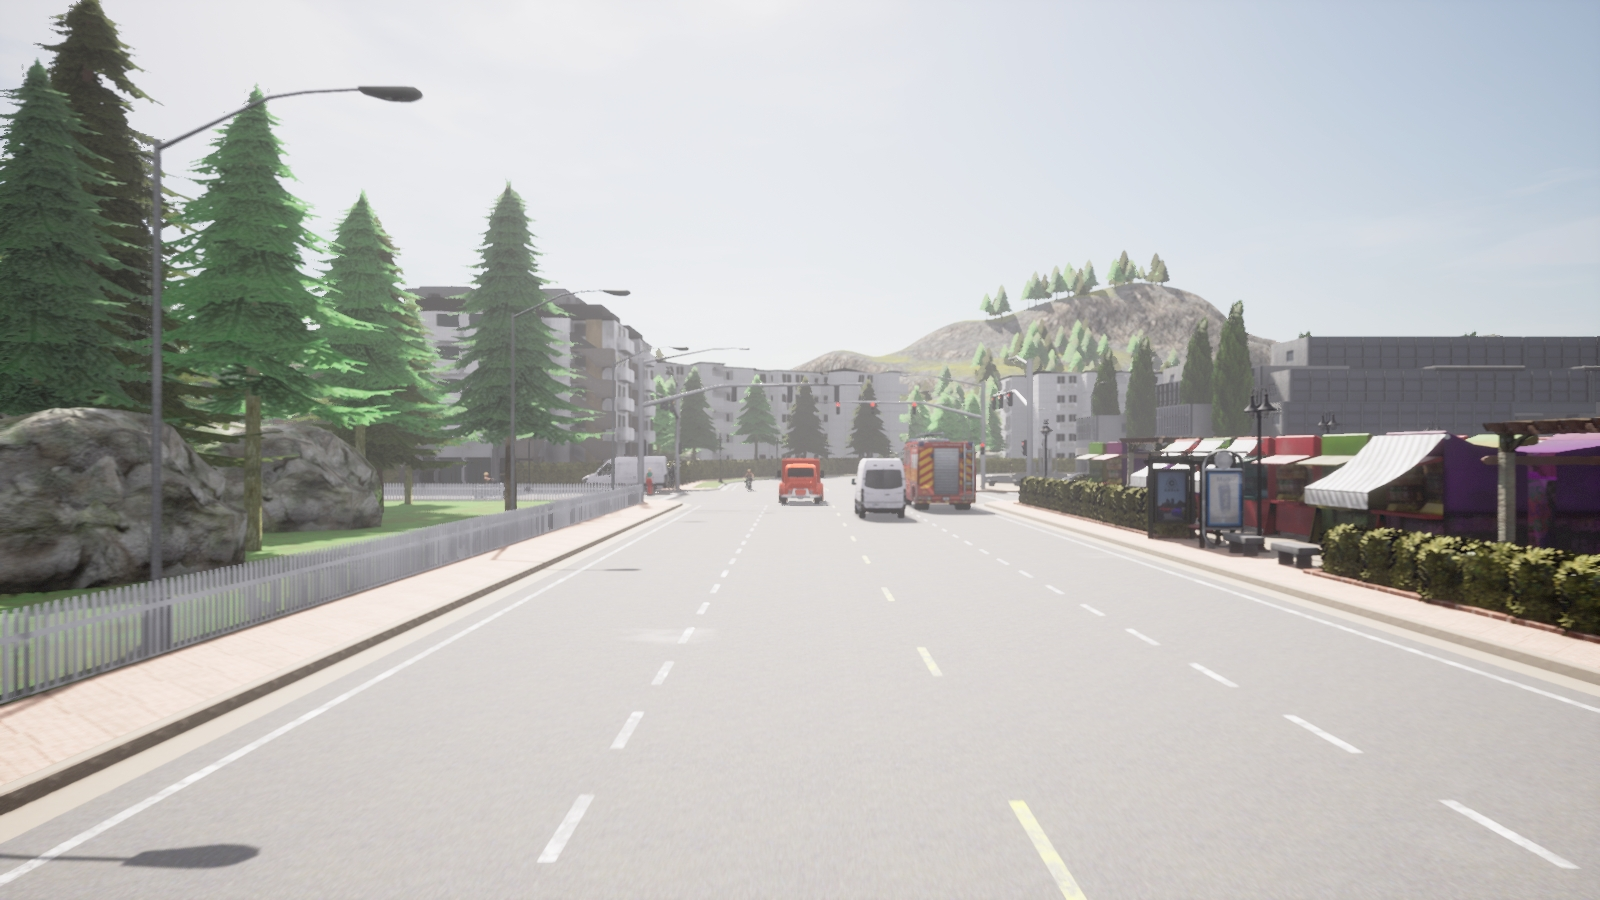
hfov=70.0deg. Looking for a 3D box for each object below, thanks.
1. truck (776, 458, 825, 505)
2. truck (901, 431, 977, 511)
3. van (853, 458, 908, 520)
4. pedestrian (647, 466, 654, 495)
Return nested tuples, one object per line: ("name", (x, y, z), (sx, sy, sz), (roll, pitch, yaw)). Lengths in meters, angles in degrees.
("truck", (0.040, 1.700, 63.361), (2.627, 2.467, 5.204), (0, 0, 0))
("truck", (7.010, 1.019, 58.664), (2.891, 3.827, 8.468), (0, 0, 0))
("van", (3.501, 1.644, 50.666), (1.988, 2.561, 5.915), (0, 0, 0))
("pedestrian", (-9.729, 1.995, 74.448), (0.375, 1.860, 0.375), (0, 0, 2))
